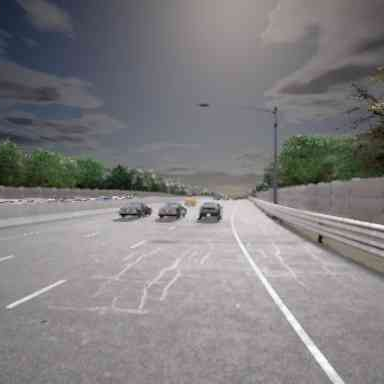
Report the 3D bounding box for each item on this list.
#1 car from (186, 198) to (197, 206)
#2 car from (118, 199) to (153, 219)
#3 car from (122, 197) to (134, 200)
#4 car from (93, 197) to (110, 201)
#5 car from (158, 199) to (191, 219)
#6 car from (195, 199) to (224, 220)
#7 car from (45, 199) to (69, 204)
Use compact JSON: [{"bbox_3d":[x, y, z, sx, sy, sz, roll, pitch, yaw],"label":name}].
[{"bbox_3d":[-0.250,1.798,63.961,1.882,1.535,5.008,0,0,9],"label":"car"},{"bbox_3d":[-5.180,1.670,31.155,2.033,1.411,5.357,0,0,9],"label":"car"},{"bbox_3d":[-15.427,1.887,80.734,1.895,1.301,4.718,0,0,9],"label":"car"},{"bbox_3d":[-17.742,1.701,65.328,1.882,1.535,5.008,0,0,9],"label":"car"},{"bbox_3d":[-1.718,1.689,30.634,2.033,1.411,5.357,0,0,9],"label":"car"},{"bbox_3d":[1.742,1.666,30.114,1.837,1.490,4.892,0,0,9],"label":"car"},{"bbox_3d":[-20.143,1.695,49.679,1.994,1.385,4.181,0,0,9],"label":"car"}]
